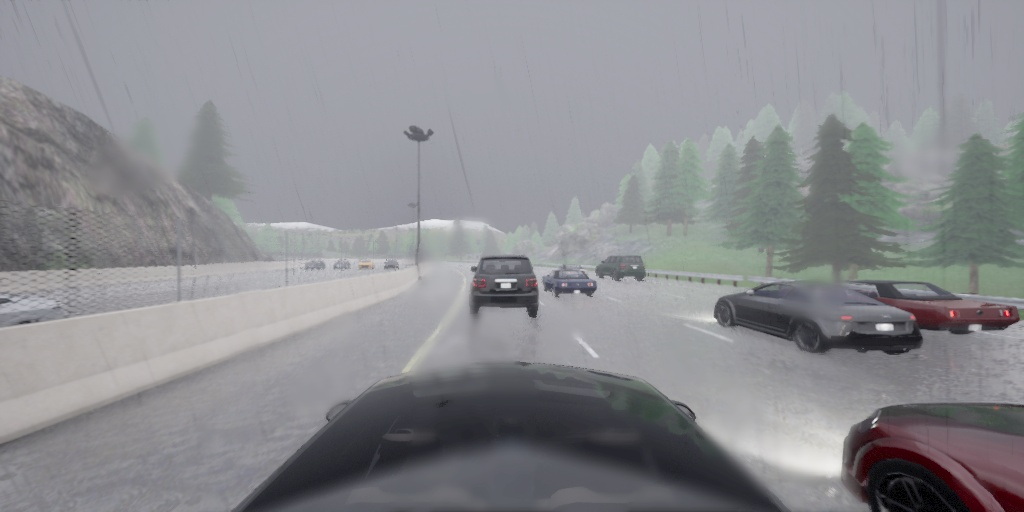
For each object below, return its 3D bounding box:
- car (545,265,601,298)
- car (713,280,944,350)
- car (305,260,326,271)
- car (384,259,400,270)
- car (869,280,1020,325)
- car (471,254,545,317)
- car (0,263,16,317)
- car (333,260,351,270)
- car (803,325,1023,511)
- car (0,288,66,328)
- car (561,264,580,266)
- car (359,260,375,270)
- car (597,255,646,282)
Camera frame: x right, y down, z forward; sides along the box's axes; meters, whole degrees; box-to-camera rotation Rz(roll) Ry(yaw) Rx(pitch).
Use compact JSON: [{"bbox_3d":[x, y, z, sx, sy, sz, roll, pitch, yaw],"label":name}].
[{"bbox_3d":[2.781,1.339,18.511,1.895,1.301,4.718,0,0,-5],"label":"car"},{"bbox_3d":[6.870,1.298,8.689,1.994,1.385,4.181,0,0,-2],"label":"car"},{"bbox_3d":[-28.128,1.313,51.387,2.128,1.511,4.902,0,0,-16],"label":"car"},{"bbox_3d":[-17.874,1.274,53.660,1.837,1.490,4.892,0,0,-15],"label":"car"},{"bbox_3d":[10.325,1.327,10.291,1.895,1.301,4.718,0,0,-3],"label":"car"},{"bbox_3d":[-0.336,0.968,13.268,2.150,2.045,5.566,0,0,-3],"label":"car"},{"bbox_3d":[-17.890,1.134,9.935,2.097,1.767,4.553,0,0,-3],"label":"car"},{"bbox_3d":[-24.765,1.306,52.355,2.128,1.511,4.902,0,0,-16],"label":"car"},{"bbox_3d":[3.519,1.307,0.989,1.994,1.385,4.181,0,0,0],"label":"car"},{"bbox_3d":[-10.722,1.295,5.953,1.812,1.442,4.674,0,0,-2],"label":"car"},{"bbox_3d":[4.885,1.329,30.845,1.895,1.301,4.718,0,0,-8],"label":"car"},{"bbox_3d":[-21.213,1.249,52.594,1.882,1.535,5.008,0,0,-15],"label":"car"},{"bbox_3d":[8.680,0.943,28.962,2.150,2.045,5.566,0,0,-7],"label":"car"}]
